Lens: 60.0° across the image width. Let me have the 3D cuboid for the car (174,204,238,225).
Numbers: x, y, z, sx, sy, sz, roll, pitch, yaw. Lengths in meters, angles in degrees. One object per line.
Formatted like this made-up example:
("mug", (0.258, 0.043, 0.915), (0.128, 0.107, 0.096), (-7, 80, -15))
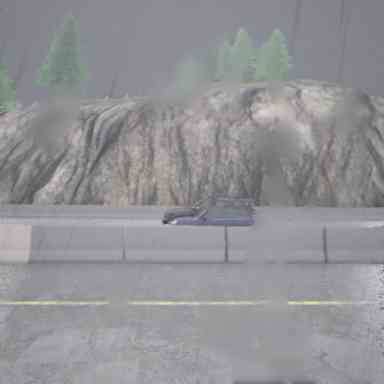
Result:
("car", (1.030, 1.730, 26.339), (4.902, 1.511, 2.128), (1, 0, -2))

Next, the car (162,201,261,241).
("car", (0.977, 1.499, 15.840), (4.553, 1.767, 2.097), (1, -1, -2))

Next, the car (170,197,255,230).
("car", (1.304, 1.432, 22.845), (5.566, 2.045, 2.150), (1, 0, -2))

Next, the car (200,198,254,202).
("car", (1.068, 1.400, 19.335), (5.566, 2.045, 2.150), (1, 0, -2))
